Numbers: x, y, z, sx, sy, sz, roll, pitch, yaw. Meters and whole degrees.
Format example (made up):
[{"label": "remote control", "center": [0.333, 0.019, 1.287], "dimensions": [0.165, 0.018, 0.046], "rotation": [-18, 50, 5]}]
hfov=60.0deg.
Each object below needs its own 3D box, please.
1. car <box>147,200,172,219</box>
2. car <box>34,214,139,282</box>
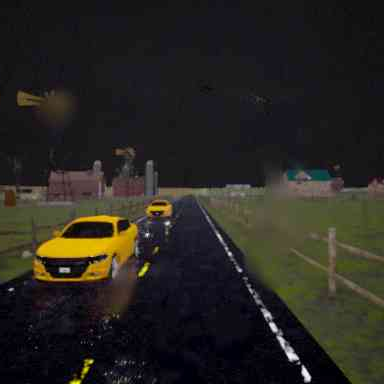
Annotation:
[{"label": "car", "center": [-2.770, 1.469, 29.130], "dimensions": [1.882, 1.535, 5.008], "rotation": [0, 0, 0]}, {"label": "car", "center": [-2.826, 1.471, 9.917], "dimensions": [1.882, 1.535, 5.008], "rotation": [0, 0, 0]}]
